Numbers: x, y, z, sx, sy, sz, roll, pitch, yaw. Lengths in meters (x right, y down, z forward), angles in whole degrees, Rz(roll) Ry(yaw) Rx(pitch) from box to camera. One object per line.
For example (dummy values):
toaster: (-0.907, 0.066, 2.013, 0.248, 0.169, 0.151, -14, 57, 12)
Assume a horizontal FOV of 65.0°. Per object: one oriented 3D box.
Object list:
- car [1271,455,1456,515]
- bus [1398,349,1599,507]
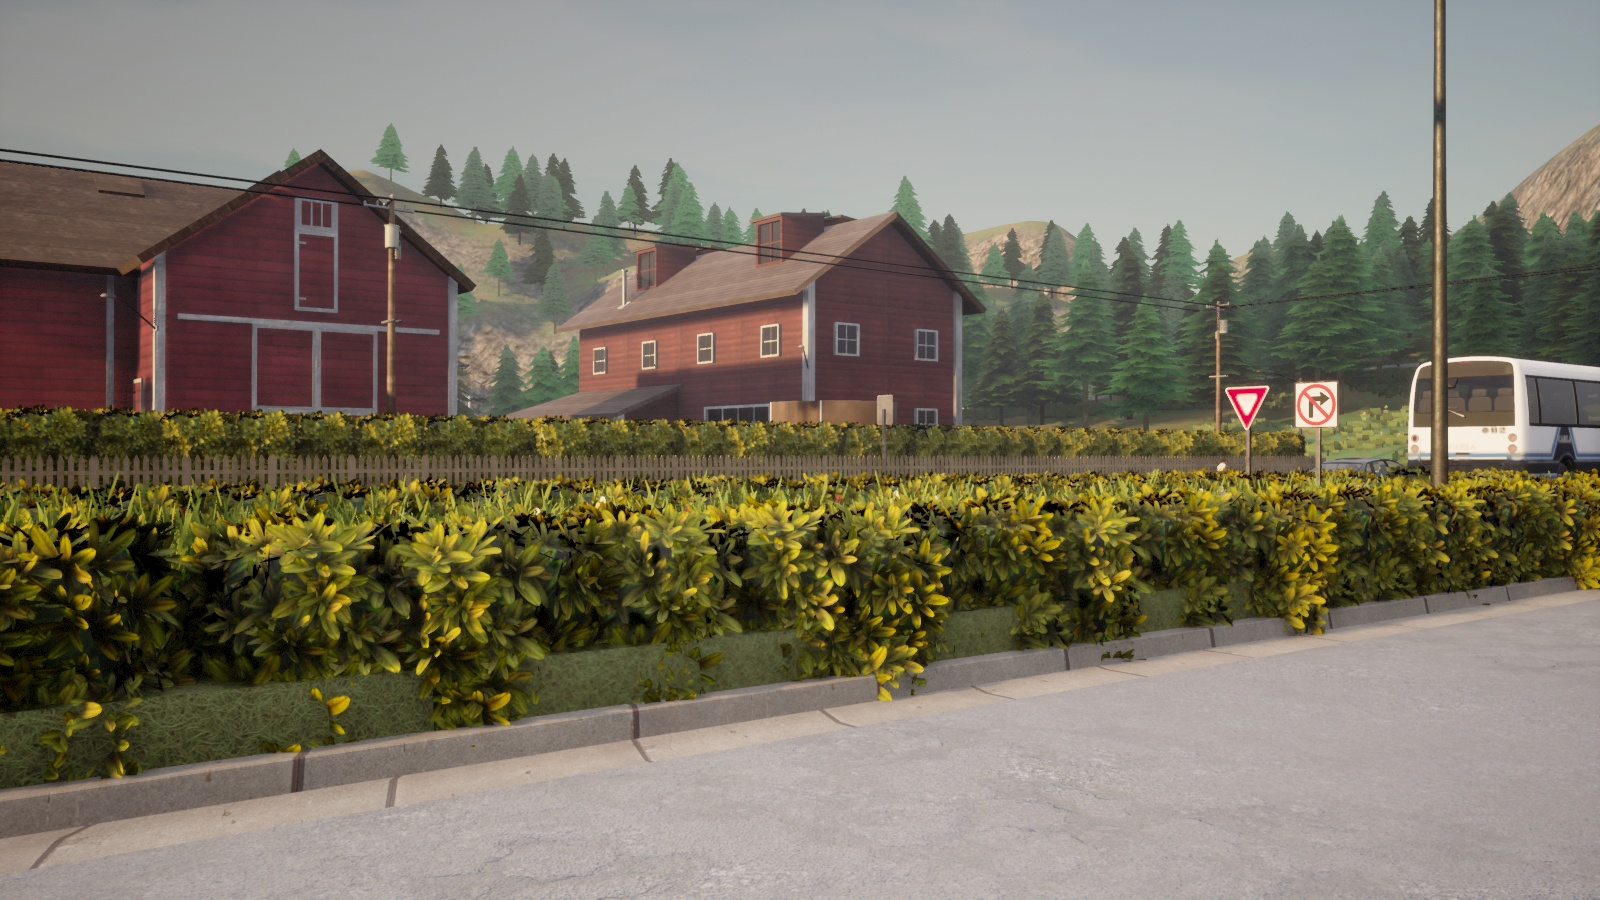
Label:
car: (14.547, 0.840, 32.296, 5.357, 1.411, 2.033, 0, 0, -37)
bus: (22.896, -0.586, 38.576, 10.273, 4.253, 3.944, 0, 0, -38)
